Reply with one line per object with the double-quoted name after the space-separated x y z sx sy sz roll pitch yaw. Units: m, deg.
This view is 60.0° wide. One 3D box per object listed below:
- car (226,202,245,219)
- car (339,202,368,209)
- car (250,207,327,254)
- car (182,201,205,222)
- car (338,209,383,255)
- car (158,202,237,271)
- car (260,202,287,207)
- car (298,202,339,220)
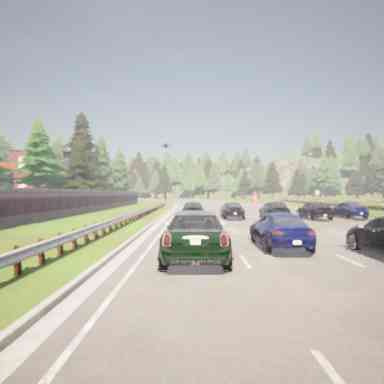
3.593 1.623 29.860 1.812 1.442 4.674 0 0 0 "car"
14.080 1.623 29.910 1.812 1.442 4.674 0 0 0 "car"
3.597 1.570 13.674 1.812 1.442 4.674 0 0 0 "car"
0.093 1.600 28.842 1.837 1.490 4.892 0 0 0 "car"
7.098 1.543 11.366 1.837 1.490 4.892 0 0 0 "car"
0.096 1.388 11.175 2.097 1.767 4.553 0 0 0 "car"
7.093 1.600 28.848 1.837 1.490 4.892 0 0 0 "car"
10.594 1.600 28.854 1.837 1.490 4.892 0 0 0 "car"
